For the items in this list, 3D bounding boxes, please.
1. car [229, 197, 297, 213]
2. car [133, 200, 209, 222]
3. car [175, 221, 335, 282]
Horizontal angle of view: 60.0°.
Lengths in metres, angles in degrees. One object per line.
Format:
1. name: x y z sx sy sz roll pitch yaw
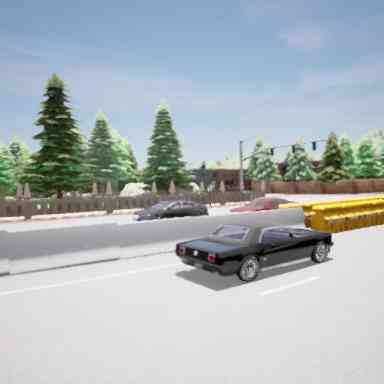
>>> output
1. car: 4.424 1.076 19.996 5.008 1.535 1.882 -2 1 -35
2. car: -1.237 1.243 20.283 4.902 1.511 2.128 -2 1 -35
3. car: 1.962 1.476 9.441 4.718 1.301 1.895 -2 1 -35
